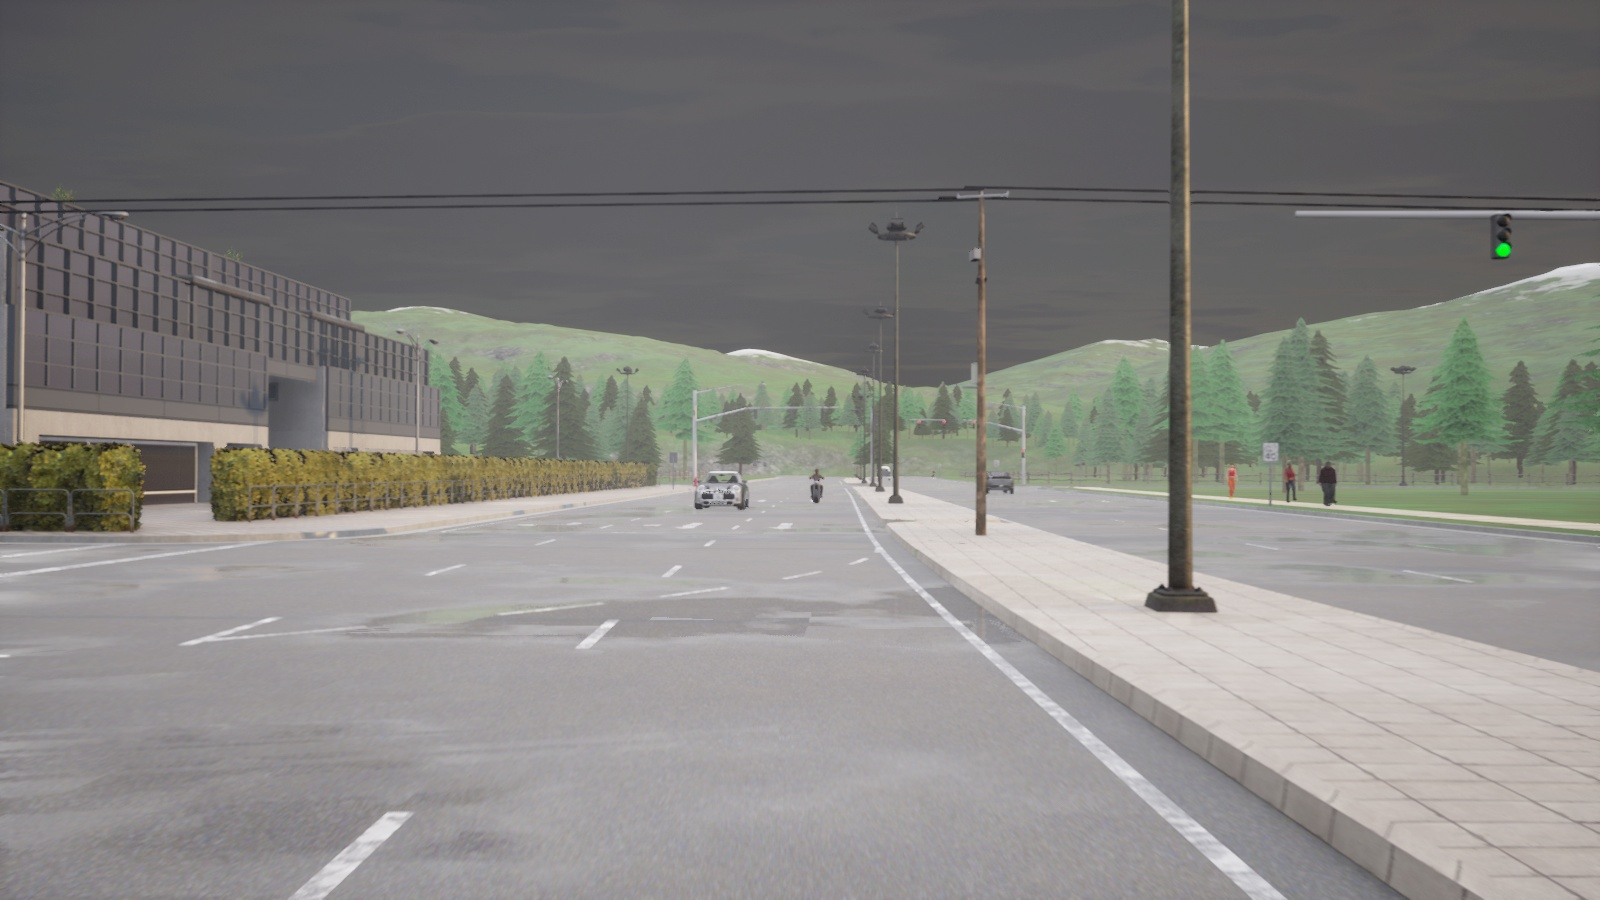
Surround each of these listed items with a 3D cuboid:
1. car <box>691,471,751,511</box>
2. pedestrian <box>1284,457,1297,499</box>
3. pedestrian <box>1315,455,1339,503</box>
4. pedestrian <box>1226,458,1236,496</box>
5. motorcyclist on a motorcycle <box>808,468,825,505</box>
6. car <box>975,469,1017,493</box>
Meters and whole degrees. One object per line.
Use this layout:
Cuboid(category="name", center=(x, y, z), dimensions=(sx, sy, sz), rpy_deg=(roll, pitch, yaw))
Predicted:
Cuboid(category="car", center=(-3.022, 1.556, 48.910), dimensions=(1.970, 1.475, 3.806), rpy_deg=(0, -1, 2))
Cuboid(category="pedestrian", center=(21.479, 1.224, 55.045), dimensions=(0.331, 1.846, 0.636), rpy_deg=(0, -1, 3))
Cuboid(category="pedestrian", center=(20.812, 1.141, 49.593), dimensions=(0.634, 1.844, 0.899), rpy_deg=(0, -1, 6))
Cuboid(category="pedestrian", center=(21.383, 1.337, 62.298), dimensions=(0.345, 1.836, 0.594), rpy_deg=(0, -1, 3))
Cuboid(category="motorcyclist on a motorcycle", center=(0.767, 1.673, 58.379), dimensions=(0.766, 1.649, 2.350), rpy_deg=(0, -1, 2))
Cuboid(category="car", center=(12.984, 2.018, 83.293), dimensions=(2.128, 1.511, 4.902), rpy_deg=(0, -1, 1))
